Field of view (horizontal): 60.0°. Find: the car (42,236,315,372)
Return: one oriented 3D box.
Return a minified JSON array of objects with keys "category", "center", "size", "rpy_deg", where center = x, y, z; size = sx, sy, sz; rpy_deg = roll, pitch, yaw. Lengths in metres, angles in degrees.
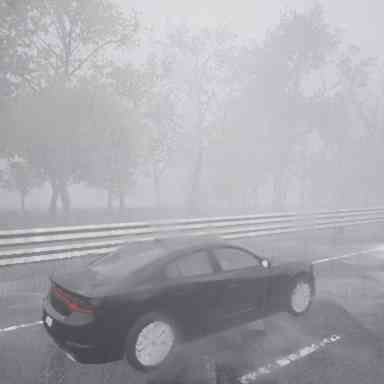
[{"category":"car","center":[0.129,1.515,5.819],"size":[5.008,1.535,1.882],"rpy_deg":[0,0,-36]}]
